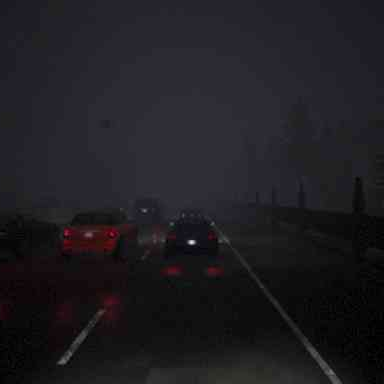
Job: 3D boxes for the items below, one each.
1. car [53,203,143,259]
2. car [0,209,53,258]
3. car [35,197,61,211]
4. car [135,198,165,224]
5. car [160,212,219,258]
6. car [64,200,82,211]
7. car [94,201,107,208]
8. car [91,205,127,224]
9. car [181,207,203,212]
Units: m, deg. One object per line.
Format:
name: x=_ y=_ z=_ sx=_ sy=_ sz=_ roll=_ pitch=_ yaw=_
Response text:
car: x=-3.489 y=1.498 z=13.404 sx=2.097 sy=1.767 sz=4.553 roll=0 pitch=-1 yaw=0
car: x=-6.990 y=1.640 z=13.478 sx=2.128 sy=1.511 sz=4.902 roll=0 pitch=0 yaw=0
car: x=-21.940 y=1.770 z=50.889 sx=2.150 sy=2.045 sz=5.566 roll=0 pitch=0 yaw=-7
car: x=-3.517 y=1.525 z=27.548 sx=2.150 sy=2.045 sz=5.566 roll=0 pitch=0 yaw=0
car: x=0.010 y=1.712 z=13.403 sx=1.994 sy=1.385 sz=4.181 roll=0 pitch=-1 yaw=1
car: x=-18.689 y=2.094 z=52.338 sx=1.812 sy=1.442 sz=4.674 roll=0 pitch=0 yaw=-8
car: x=-16.674 y=2.260 z=60.727 sx=1.895 sy=1.301 sz=4.718 roll=0 pitch=-1 yaw=-12
car: x=-7.006 y=1.874 z=28.430 sx=1.994 sy=1.385 sz=4.181 roll=0 pitch=-1 yaw=1
car: x=-0.008 y=1.909 z=28.225 sx=1.895 sy=1.301 sz=4.718 roll=0 pitch=-1 yaw=0
